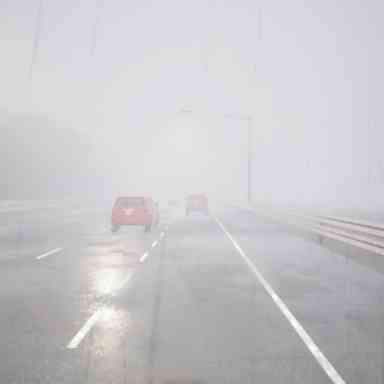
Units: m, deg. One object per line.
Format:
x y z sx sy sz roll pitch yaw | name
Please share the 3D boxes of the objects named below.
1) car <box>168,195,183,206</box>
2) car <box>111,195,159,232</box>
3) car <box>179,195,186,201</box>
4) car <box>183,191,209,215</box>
-2.923 1.588 55.683 1.895 1.301 4.718 0 0 0 | car
-3.288 1.194 20.049 2.150 2.045 5.566 0 0 1 | car
-2.678 1.591 92.101 1.812 1.442 4.674 0 0 0 | car
0.513 1.218 34.177 2.150 2.045 5.566 0 0 0 | car
